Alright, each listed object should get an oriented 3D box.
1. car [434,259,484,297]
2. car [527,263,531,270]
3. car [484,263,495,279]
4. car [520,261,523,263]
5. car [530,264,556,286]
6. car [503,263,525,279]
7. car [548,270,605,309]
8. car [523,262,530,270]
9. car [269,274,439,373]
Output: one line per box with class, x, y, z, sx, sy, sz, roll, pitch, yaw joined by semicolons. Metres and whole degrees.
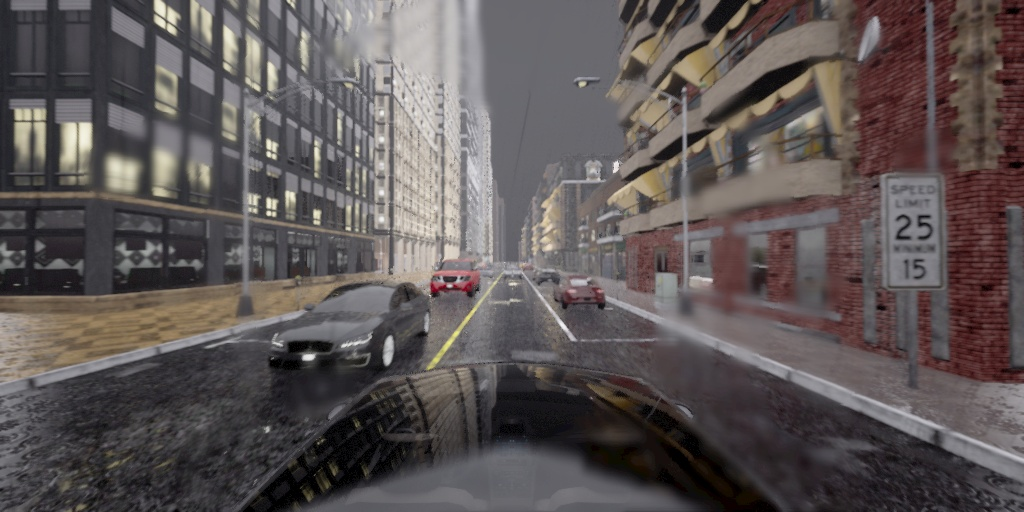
car;-3.061;1.160;20.490;2.150;2.045;5.566;0;-1;0
car;2.749;1.600;33.760;2.007;1.370;4.403;0;0;0
car;-2.975;1.712;37.722;1.895;1.301;4.718;0;-1;1
car;0.097;1.705;48.797;2.128;1.511;4.902;0;0;0
car;2.737;1.543;28.112;2.007;1.370;4.403;0;0;0
car;0.063;1.698;37.419;1.895;1.301;4.718;0;-1;0
car;2.762;1.445;15.195;1.802;1.307;4.207;0;0;0
car;2.803;1.922;62.001;1.802;1.307;4.207;0;0;0
car;-3.094;1.318;7.897;1.837;1.490;4.892;0;-1;0
